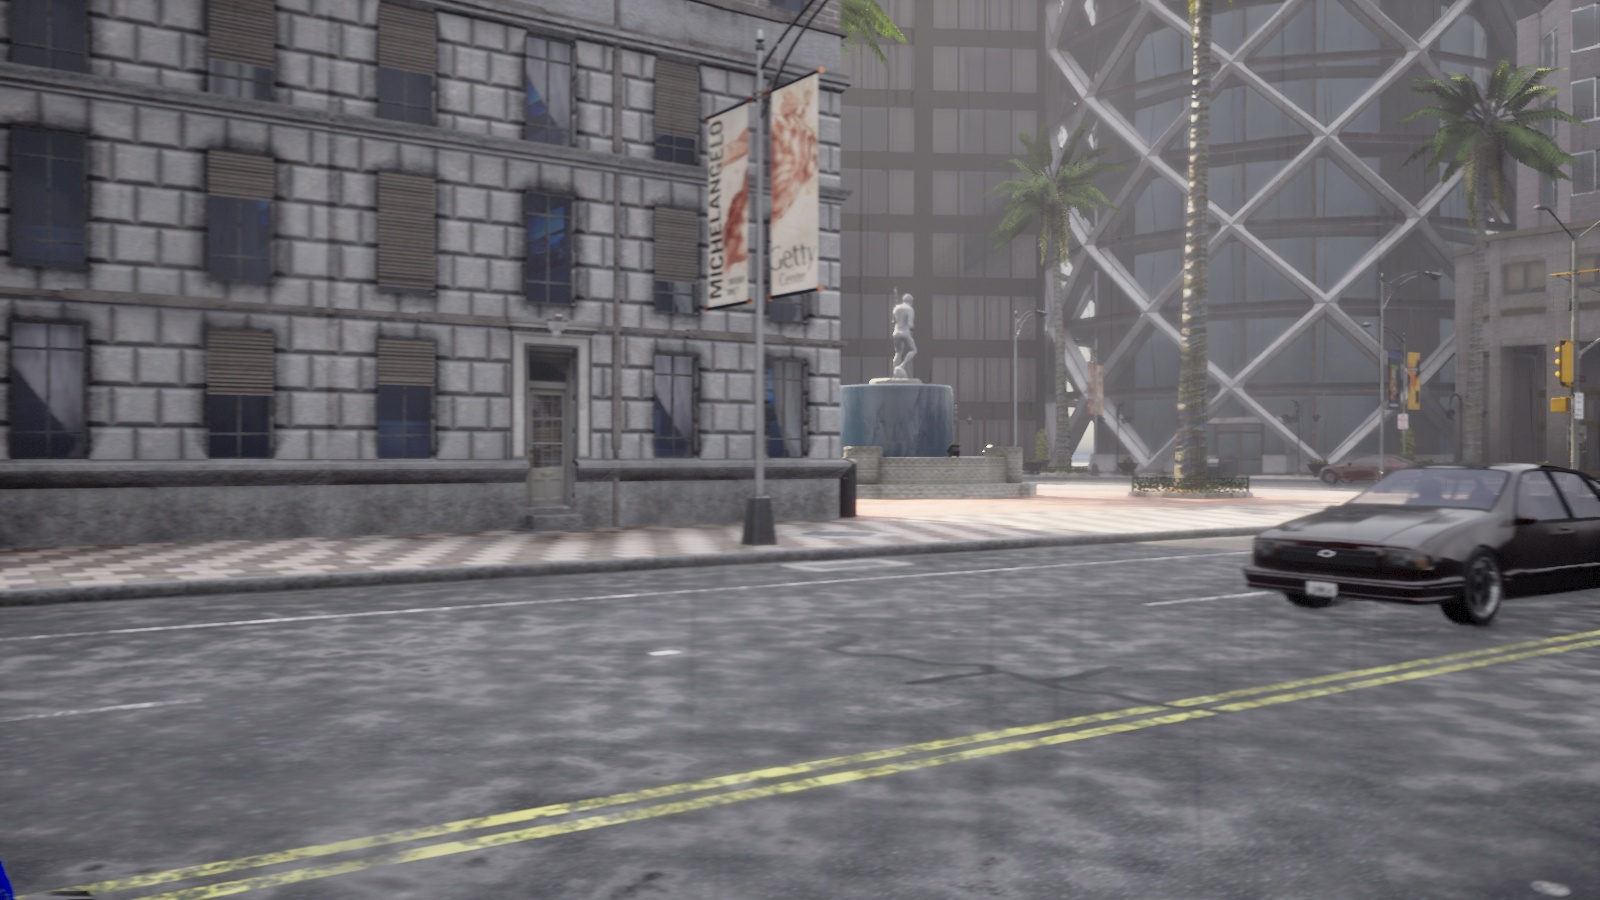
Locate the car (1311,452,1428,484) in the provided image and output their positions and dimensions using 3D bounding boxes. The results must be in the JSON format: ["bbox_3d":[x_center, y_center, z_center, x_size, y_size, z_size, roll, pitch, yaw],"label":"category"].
[{"bbox_3d":[26.656,0.827,58.910,1.812,1.442,4.674,0,0,-40],"label":"car"}]

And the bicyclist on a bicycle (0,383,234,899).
[{"bbox_3d":[-1.937,0.691,2.294,1.509,1.612,0.866,0,0,-35],"label":"bicyclist on a bicycle"}]

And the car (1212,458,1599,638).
[{"bbox_3d":[6.630,0.802,12.426,5.357,1.411,2.033,0,0,-35],"label":"car"}]
